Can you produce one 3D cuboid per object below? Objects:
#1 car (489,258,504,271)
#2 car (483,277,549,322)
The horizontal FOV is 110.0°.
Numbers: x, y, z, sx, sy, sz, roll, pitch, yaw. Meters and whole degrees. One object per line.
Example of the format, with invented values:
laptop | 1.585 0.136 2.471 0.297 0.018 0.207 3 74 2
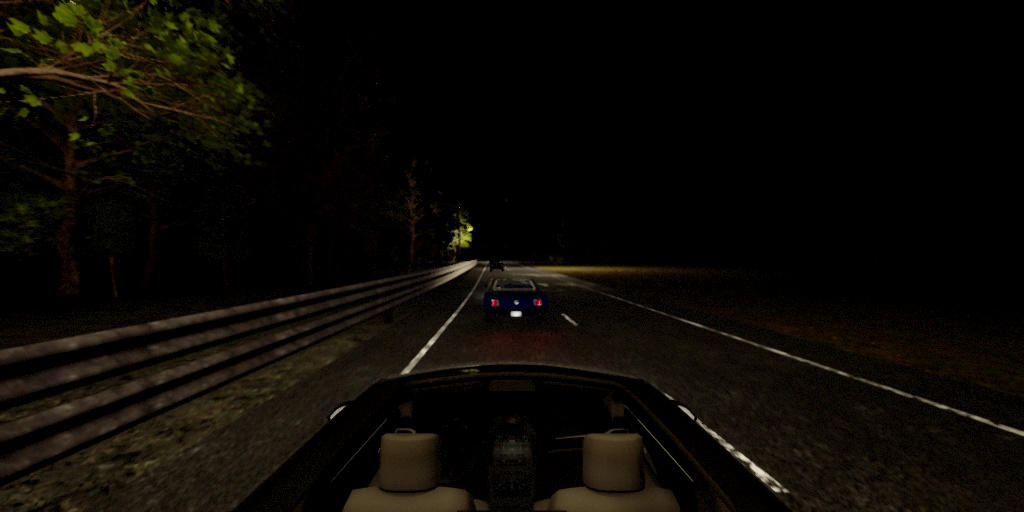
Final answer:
car | -2.091 1.295 49.247 2.033 1.411 5.357 0 0 -3
car | -0.001 1.355 12.366 1.895 1.301 4.718 0 0 -3
